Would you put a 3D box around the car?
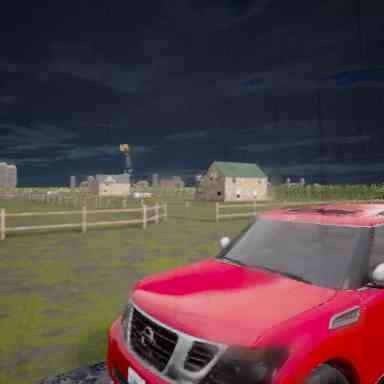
[{"bbox_3d":[1.791,1.211,4.351,5.566,2.045,2.150,0,0,-36],"label":"car"}]
